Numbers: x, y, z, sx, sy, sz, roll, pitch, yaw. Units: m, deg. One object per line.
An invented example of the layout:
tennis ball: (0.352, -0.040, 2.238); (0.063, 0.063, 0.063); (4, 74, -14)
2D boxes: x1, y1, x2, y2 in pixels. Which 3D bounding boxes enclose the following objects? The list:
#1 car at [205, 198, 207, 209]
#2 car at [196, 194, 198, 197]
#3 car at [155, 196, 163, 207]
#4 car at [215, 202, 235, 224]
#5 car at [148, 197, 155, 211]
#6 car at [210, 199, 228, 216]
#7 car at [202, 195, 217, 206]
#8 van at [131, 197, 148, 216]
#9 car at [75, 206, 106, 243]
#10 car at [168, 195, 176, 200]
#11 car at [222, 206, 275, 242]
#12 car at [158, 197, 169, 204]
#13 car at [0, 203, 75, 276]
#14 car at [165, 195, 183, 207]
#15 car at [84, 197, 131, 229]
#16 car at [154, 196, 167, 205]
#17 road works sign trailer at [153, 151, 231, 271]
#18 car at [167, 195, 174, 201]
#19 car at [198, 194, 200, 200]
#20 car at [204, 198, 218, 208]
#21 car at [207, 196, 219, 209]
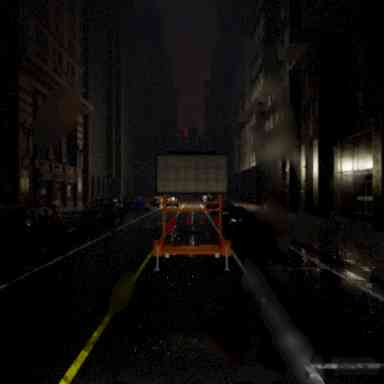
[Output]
car: (2.793, 1.596, 38.501); (1.802, 1.307, 4.206); (0, 0, 0)
car: (2.834, 1.610, 94.522); (1.887, 1.381, 4.507); (0, 0, 0)
car: (-5.724, 1.462, 49.697); (1.967, 1.590, 4.097); (0, 0, 0)
car: (2.780, 1.571, 21.695); (1.947, 1.339, 4.313); (0, 0, 0)
car: (-5.732, 1.539, 38.323); (1.752, 1.417, 4.829); (0, 0, 0)
car: (2.784, 1.558, 27.296); (2.008, 1.369, 4.403); (0, 0, 0)
car: (2.797, 1.333, 44.103); (2.192, 1.841, 5.009); (0, 0, 0)
van: (-5.736, 1.351, 32.891); (1.690, 1.788, 3.998); (0, 0, 0)
car: (-5.749, 1.584, 16.086); (1.802, 1.307, 4.206); (0, 0, 0)
car: (-5.691, 1.610, 94.510); (1.887, 1.381, 4.507); (0, 0, 0)
car: (2.776, 1.569, 16.093); (1.947, 1.339, 4.313); (0, 0, 0)
car: (-5.712, 1.618, 66.501); (1.802, 1.307, 4.206); (0, 0, 0)
car: (-5.752, 1.316, 10.485); (2.192, 1.841, 5.009); (0, 0, 0)
car: (-2.996, 1.572, 51.688); (2.033, 1.411, 5.357); (0, 0, 1)
car: (-5.744, 1.319, 21.688); (2.192, 1.841, 5.009); (0, 0, 0)
car: (-5.716, 1.472, 60.900); (1.967, 1.590, 4.097); (0, 0, 0)
road works sign trailer: (0.007, 0.466, 10.946); (2.380, 3.560, 2.880); (0, 0, 0)
car: (-5.695, 1.584, 88.738); (1.752, 1.417, 4.829); (0, 0, 0)
car: (2.817, 1.624, 72.114); (1.802, 1.307, 4.206); (0, 0, 0)
car: (2.801, 1.604, 49.705); (1.802, 1.307, 4.206); (0, 0, 0)
car: (2.789, 1.450, 32.899); (1.967, 1.590, 4.097); (0, 0, 0)
